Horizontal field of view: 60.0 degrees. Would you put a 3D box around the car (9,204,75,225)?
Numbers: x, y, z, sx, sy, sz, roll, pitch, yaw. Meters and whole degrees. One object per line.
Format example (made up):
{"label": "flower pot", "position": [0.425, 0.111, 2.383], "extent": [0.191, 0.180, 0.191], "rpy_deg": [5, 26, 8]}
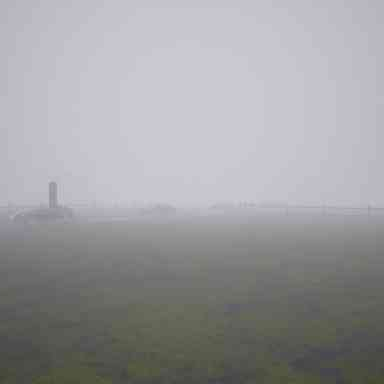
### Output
{"label": "car", "position": [-11.576, 1.724, 26.004], "extent": [2.128, 1.511, 4.902], "rpy_deg": [-1, -1, 35]}

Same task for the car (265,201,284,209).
{"label": "car", "position": [14.286, 2.230, 57.482], "extent": [2.033, 1.411, 5.357], "rpy_deg": [-1, -1, 35]}

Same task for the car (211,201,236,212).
{"label": "car", "position": [4.672, 2.057, 48.923], "extent": [1.882, 1.535, 5.008], "rpy_deg": [-1, -2, 36]}

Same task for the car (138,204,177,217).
{"label": "car", "position": [-3.773, 2.001, 37.040], "extent": [1.895, 1.301, 4.718], "rpy_deg": [-1, -1, 35]}
